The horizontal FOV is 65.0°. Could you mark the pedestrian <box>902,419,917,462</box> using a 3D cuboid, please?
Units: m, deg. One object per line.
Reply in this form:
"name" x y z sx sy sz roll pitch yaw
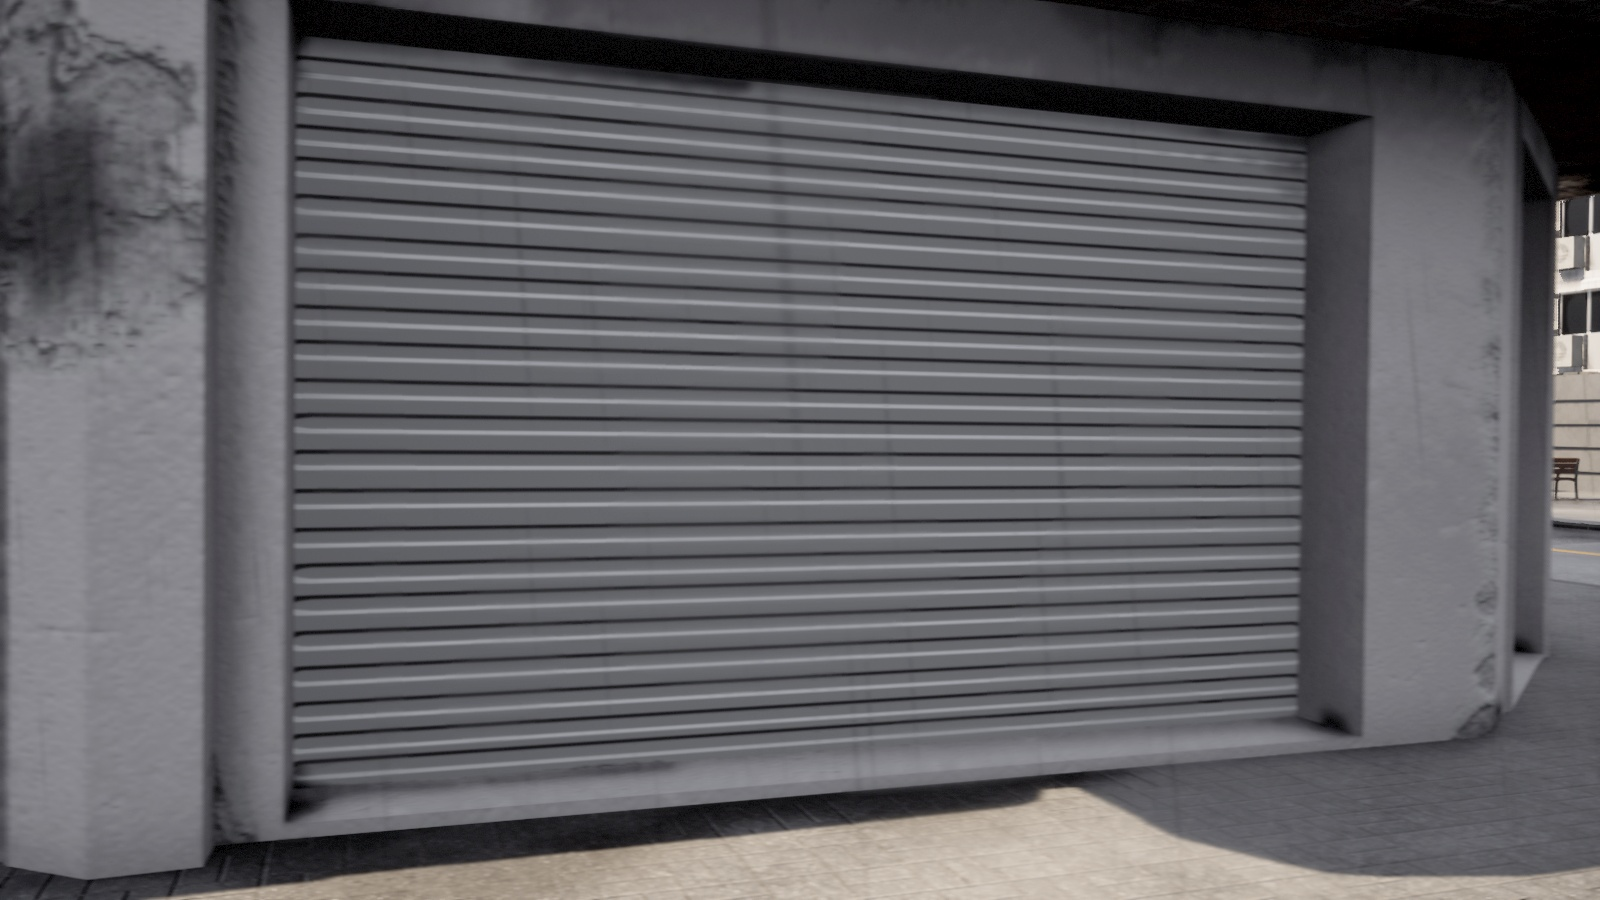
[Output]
"pedestrian" 4.963 -0.444 56.674 0.396 1.930 0.692 -1 1 -21
